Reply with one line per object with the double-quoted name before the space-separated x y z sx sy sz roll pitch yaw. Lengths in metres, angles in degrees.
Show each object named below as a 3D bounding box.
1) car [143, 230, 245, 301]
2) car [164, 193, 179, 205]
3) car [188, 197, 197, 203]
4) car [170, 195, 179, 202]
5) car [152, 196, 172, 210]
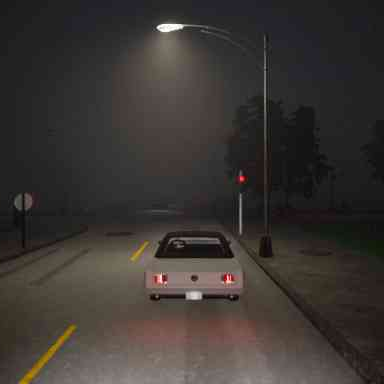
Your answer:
"car" 0.061 1.601 8.278 1.895 1.301 4.718 0 0 0
"car" -4.040 1.219 59.820 2.150 2.045 5.566 0 0 0
"car" 0.035 1.598 69.468 1.895 1.301 4.718 0 0 0
"car" -3.962 1.492 75.417 1.837 1.490 4.892 0 0 0
"car" -4.075 1.546 43.199 2.033 1.411 5.357 0 0 0
